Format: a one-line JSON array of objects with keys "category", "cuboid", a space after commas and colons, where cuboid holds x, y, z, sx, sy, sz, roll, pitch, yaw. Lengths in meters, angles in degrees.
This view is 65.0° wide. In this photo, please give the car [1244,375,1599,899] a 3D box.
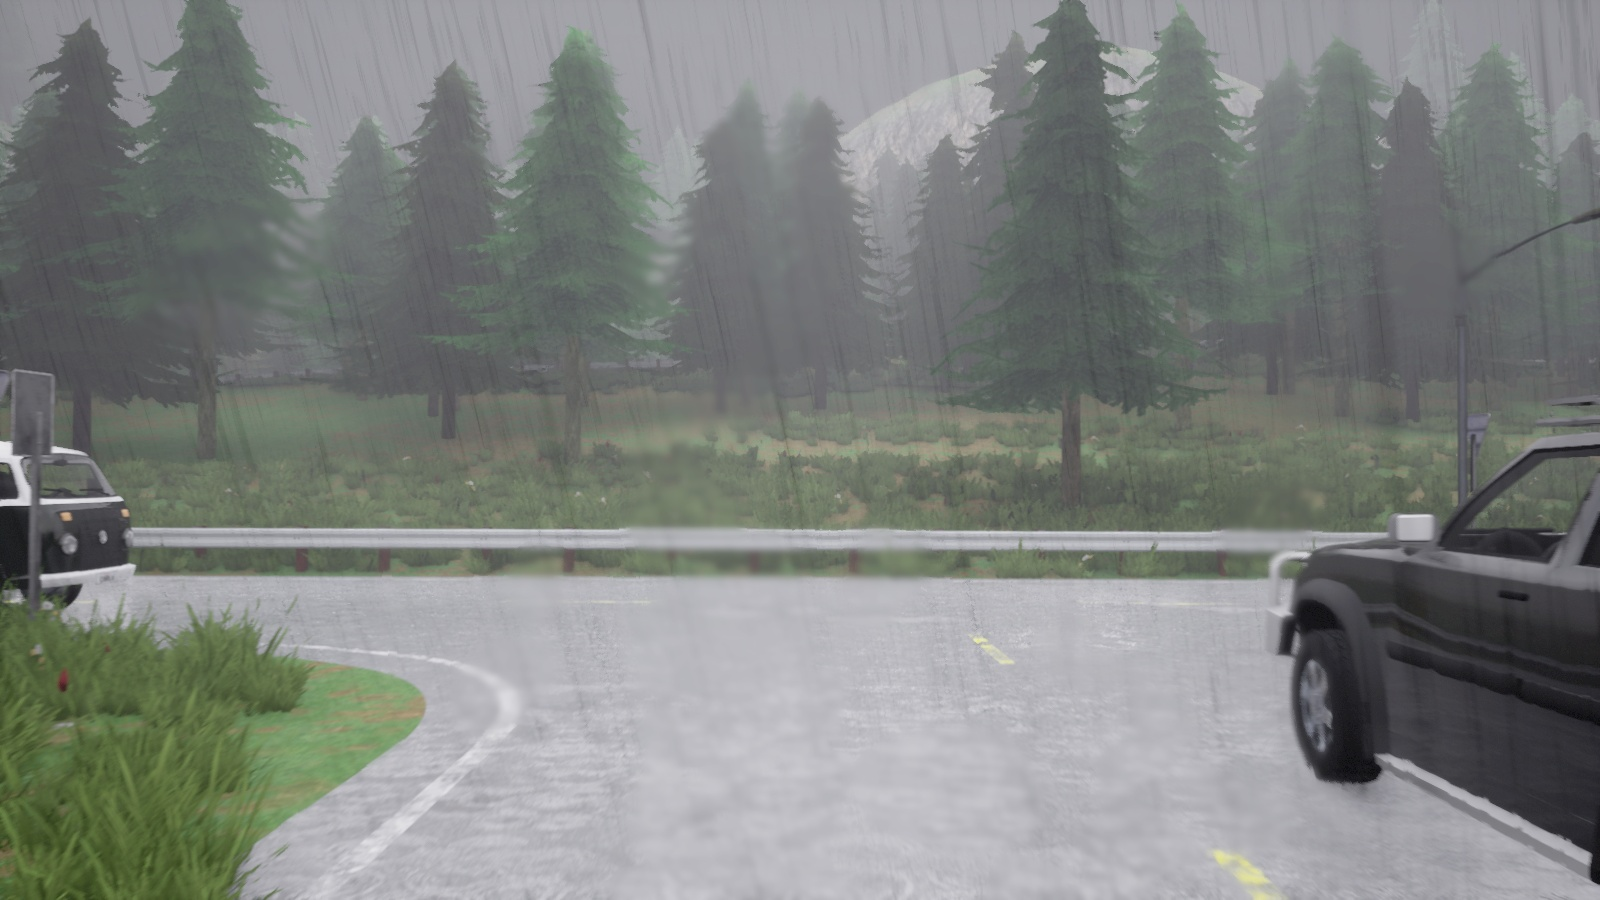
[{"category": "car", "cuboid": [3.506, 0.699, 4.888, 1.932, 1.855, 4.605, 0, -1, 0]}]

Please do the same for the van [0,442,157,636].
[{"category": "van", "cuboid": [-10.063, 0.957, 14.233, 4.480, 2.038, 2.069, 0, -1, 0]}]
